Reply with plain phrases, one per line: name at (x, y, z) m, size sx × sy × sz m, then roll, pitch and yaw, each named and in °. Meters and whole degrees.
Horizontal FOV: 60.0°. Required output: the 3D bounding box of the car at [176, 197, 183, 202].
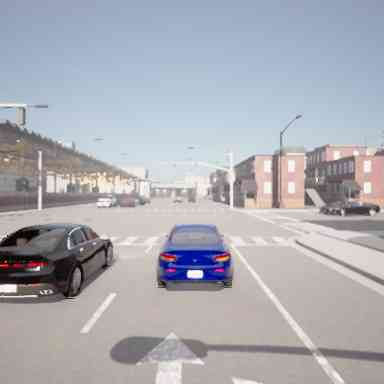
car at (-3.541, 2.091, 92.825) m, size 1.812 × 1.442 × 4.674 m, roll 0°, pitch 0°, yaw 0°

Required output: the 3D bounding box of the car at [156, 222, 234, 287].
car at (0.080, 1.583, 9.366) m, size 1.812 × 1.442 × 4.674 m, roll 0°, pitch 0°, yaw 0°

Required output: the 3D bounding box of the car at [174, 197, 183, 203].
car at (-3.537, 2.101, 82.729) m, size 1.895 × 1.301 × 4.718 m, roll 0°, pitch 0°, yaw 0°

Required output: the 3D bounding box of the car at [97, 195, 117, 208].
car at (-14.113, 1.559, 55.304) m, size 2.150 × 2.045 × 5.566 m, roll 0°, pitch 0°, yaw 0°

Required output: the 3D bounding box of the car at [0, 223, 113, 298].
car at (-3.427, 1.560, 8.661) m, size 1.837 × 1.490 × 4.892 m, roll 0°, pitch 0°, yaw 0°

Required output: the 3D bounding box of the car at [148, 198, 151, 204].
car at (-10.534, 2.003, 75.756) m, size 2.033 × 1.411 × 5.357 m, roll 0°, pitch 0°, yaw 0°

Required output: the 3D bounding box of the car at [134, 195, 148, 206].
car at (-10.560, 1.619, 65.067) m, size 2.150 × 2.045 × 5.566 m, roll 0°, pitch 0°, yaw 0°

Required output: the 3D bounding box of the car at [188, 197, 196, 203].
car at (-0.037, 2.005, 82.587) m, size 1.837 × 1.490 × 4.892 m, roll 0°, pitch 0°, yaw 0°

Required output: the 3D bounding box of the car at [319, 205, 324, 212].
car at (17.003, 1.736, 37.698) m, size 4.892 × 1.490 × 1.837 m, roll 0°, pitch 0°, yaw 0°

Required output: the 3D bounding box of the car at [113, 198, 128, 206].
car at (-14.055, 1.963, 65.316) m, size 1.994 × 1.385 × 4.181 m, roll 0°, pitch 0°, yaw 0°

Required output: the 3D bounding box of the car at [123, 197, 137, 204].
car at (-14.034, 1.986, 75.628) m, size 2.128 × 1.511 × 4.902 m, roll 0°, pitch 0°, yaw 0°

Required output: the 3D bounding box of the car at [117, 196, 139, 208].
car at (-10.612, 1.815, 55.182) m, size 1.882 × 1.535 × 5.008 m, roll 0°, pitch 0°, yaw 0°

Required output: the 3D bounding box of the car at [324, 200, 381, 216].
car at (16.707, 1.702, 34.191) m, size 4.902 × 1.511 × 2.128 m, roll 0°, pitch 0°, yaw 0°
